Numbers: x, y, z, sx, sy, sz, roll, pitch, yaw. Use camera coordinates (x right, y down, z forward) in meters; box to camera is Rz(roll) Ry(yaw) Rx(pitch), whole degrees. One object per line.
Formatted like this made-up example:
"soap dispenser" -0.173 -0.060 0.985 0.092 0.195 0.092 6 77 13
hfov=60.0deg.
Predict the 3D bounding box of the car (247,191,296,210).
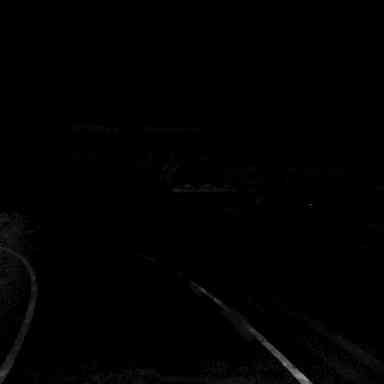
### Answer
"car" 9.465 0.931 38.982 5.566 2.045 2.150 -1 0 -21

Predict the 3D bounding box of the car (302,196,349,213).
"car" 13.201 1.204 32.912 4.892 1.490 1.837 0 0 -21

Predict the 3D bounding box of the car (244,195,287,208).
"car" 9.431 1.184 42.707 4.902 1.511 2.128 -1 0 -21
